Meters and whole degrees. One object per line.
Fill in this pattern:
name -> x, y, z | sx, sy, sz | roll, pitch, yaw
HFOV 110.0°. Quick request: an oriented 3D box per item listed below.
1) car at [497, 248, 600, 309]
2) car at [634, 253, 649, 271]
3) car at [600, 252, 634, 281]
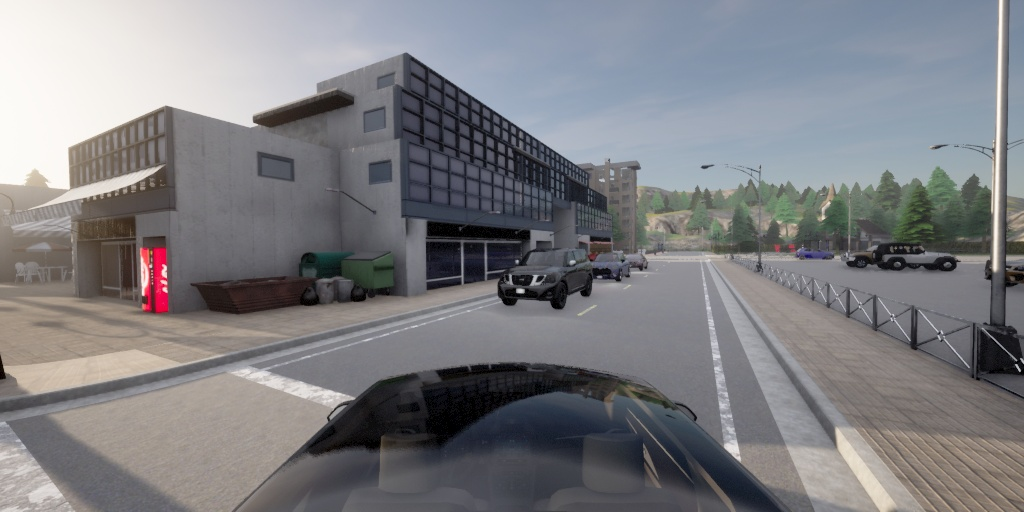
car -> 1.543, 0.700, 13.921 | 2.150, 2.045, 5.566 | 0, 1, 27
car -> 10.819, 0.480, 31.717 | 1.812, 1.442, 4.674 | 0, 1, 28
car -> 6.088, 0.573, 22.645 | 2.097, 1.767, 4.553 | 0, 1, 28
